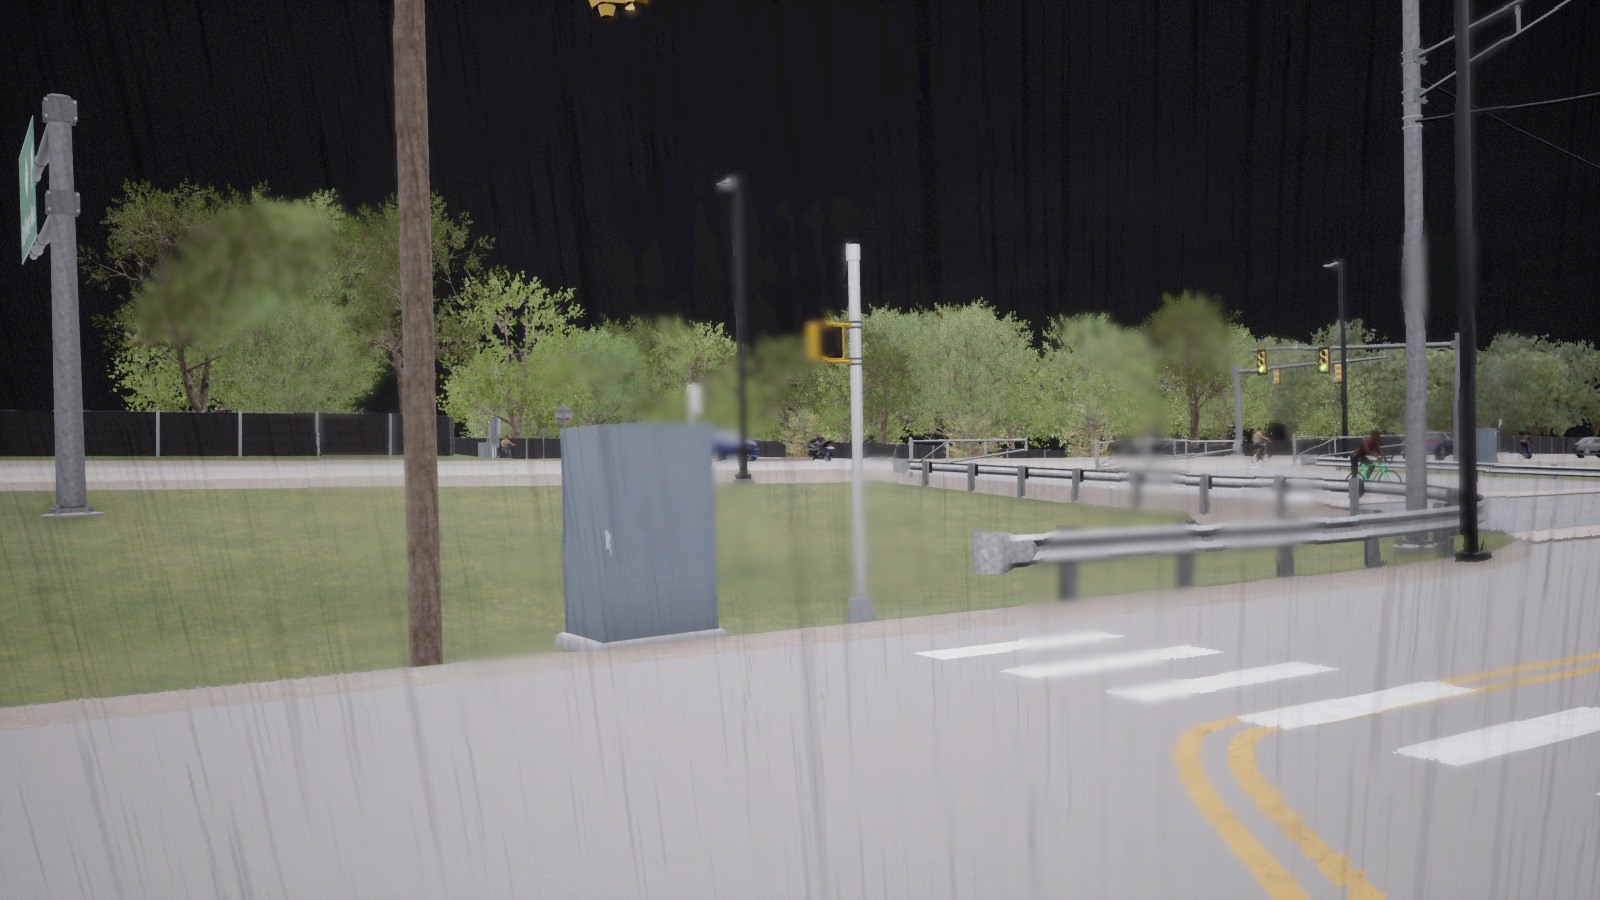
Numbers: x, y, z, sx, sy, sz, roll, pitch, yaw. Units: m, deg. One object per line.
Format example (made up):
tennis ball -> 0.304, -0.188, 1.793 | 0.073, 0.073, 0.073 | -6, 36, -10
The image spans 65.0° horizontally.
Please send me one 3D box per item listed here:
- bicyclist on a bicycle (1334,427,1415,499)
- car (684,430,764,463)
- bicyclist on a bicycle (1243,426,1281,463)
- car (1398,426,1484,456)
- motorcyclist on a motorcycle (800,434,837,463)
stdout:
bicyclist on a bicycle -> 13.443, 0.322, 29.412 | 0.582, 1.620, 1.656 | -1, -2, -27
car -> -3.715, -0.191, 60.643 | 1.882, 1.535, 5.008 | 0, 0, -29
bicyclist on a bicycle -> 20.372, -0.252, 55.385 | 1.509, 1.612, 0.866 | 0, 0, -34
car -> 35.831, -0.488, 70.147 | 5.027, 1.651, 2.152 | 0, 0, -34
motorcyclist on a motorcycle -> 1.003, -0.101, 67.715 | 0.866, 1.530, 2.191 | 0, 0, -34
